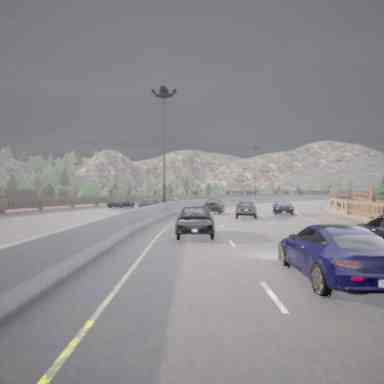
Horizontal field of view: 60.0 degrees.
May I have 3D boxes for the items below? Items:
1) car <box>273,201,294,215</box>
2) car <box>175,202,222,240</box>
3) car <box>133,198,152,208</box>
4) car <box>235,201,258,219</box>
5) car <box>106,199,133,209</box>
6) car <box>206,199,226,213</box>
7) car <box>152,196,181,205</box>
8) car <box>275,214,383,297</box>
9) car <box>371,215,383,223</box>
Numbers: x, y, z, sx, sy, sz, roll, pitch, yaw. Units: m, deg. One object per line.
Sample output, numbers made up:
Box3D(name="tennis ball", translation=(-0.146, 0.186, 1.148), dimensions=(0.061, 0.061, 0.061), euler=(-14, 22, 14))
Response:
Box3D(name="car", translation=(9.204, 1.596, 33.748), dimensions=(1.895, 1.301, 4.718), euler=(0, 0, 12))
Box3D(name="car", translation=(0.206, 1.489, 17.143), dimensions=(2.128, 1.511, 4.902), euler=(0, 0, 2))
Box3D(name="car", translation=(-5.849, 1.557, 45.694), dimensions=(1.994, 1.385, 4.181), euler=(0, 0, 18))
Box3D(name="car", translation=(4.833, 1.543, 29.599), dimensions=(2.033, 1.411, 5.357), euler=(0, 0, 9))
Box3D(name="car", translation=(-9.683, 1.594, 45.239), dimensions=(1.895, 1.301, 4.718), euler=(0, 0, 16))
Box3D(name="car", translation=(2.390, 1.500, 35.111), dimensions=(1.837, 1.490, 4.892), euler=(0, 0, 12))
Box3D(name="car", translation=(-2.948, 1.345, 43.215), dimensions=(2.097, 1.767, 4.553), euler=(0, 0, 17))
Box3D(name="car", translation=(3.598, 1.525, 8.452), dimensions=(1.812, 1.442, 4.674), euler=(0, 0, 0))
Box3D(name="car", translation=(7.103, 1.503, 11.312), dimensions=(1.837, 1.490, 4.892), euler=(0, 0, 0))
